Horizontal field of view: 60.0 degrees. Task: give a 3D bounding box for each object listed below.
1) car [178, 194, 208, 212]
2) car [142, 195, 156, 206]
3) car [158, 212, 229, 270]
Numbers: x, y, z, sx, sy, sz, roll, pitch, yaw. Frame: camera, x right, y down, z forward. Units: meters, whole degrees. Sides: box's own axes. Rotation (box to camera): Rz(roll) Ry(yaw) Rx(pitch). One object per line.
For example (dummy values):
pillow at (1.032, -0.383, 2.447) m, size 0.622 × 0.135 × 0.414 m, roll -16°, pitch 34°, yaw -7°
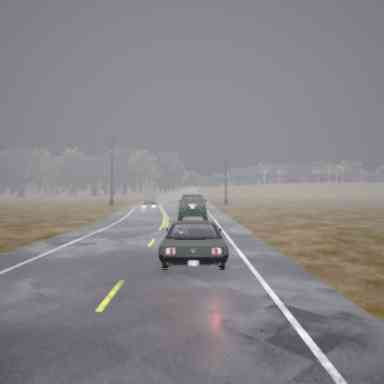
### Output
car at (0.059, 1.152, 26.332) m, size 2.150 × 2.045 × 5.566 m, roll 0°, pitch 0°, yaw 0°
car at (-6.647, 1.311, 52.039) m, size 1.837 × 1.490 × 4.892 m, roll 0°, pitch 0°, yaw -4°
car at (0.059, 1.571, 10.935) m, size 1.895 × 1.301 × 4.718 m, roll 0°, pitch 0°, yaw 0°
